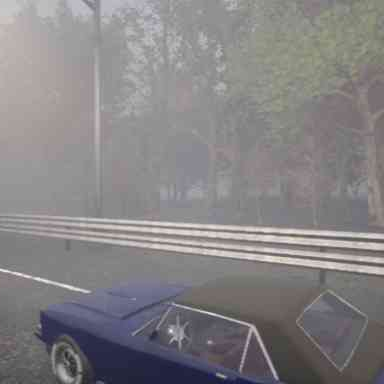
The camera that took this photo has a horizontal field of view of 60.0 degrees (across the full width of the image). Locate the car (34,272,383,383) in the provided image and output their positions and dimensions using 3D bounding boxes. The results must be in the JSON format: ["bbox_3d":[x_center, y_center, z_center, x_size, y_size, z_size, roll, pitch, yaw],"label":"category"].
[{"bbox_3d":[0.327,1.622,3.635,4.718,1.301,1.895,-1,0,35],"label":"car"}]
